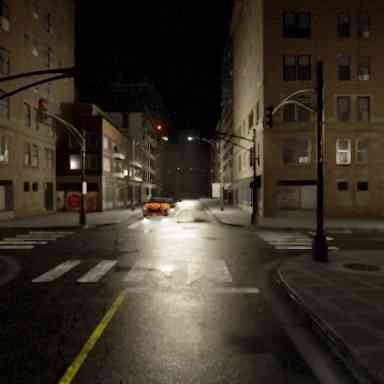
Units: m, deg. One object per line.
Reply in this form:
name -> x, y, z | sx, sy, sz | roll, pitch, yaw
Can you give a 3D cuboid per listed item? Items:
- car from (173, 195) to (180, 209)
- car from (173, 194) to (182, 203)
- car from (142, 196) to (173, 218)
car -> -3.078, 1.421, 44.147 | 2.033, 1.411, 5.357 | 0, 0, 0
car -> -2.987, 1.183, 63.803 | 2.097, 1.767, 4.553 | 0, 0, 0
car -> -3.088, 1.273, 29.541 | 2.097, 1.767, 4.553 | 0, 0, 0
